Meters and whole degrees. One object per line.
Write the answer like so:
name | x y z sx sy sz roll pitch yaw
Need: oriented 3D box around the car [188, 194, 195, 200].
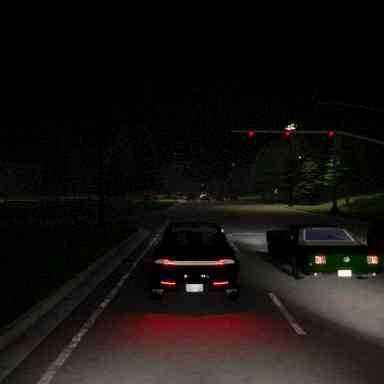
car | -0.174 1.310 92.624 1.882 1.535 5.008 0 0 0

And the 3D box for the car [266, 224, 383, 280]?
car | 3.561 1.601 9.942 1.895 1.301 4.718 0 0 0

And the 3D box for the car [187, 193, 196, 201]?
car | -0.154 1.217 82.234 2.150 2.045 5.566 0 0 0

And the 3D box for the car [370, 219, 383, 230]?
car | 7.056 1.221 9.039 2.150 2.045 5.566 0 0 0

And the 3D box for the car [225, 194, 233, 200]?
car | 10.326 1.332 92.644 1.837 1.490 4.892 0 0 0

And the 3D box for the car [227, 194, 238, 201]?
car | 10.345 1.516 82.640 1.812 1.442 4.674 0 0 0

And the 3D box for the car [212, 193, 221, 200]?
car | 6.826 1.187 92.607 2.097 1.767 4.553 0 0 0

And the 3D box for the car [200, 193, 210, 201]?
car | 3.345 1.545 82.627 1.994 1.385 4.181 0 0 0

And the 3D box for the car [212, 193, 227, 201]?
car | 6.846 1.531 82.217 2.033 1.411 5.357 0 0 0

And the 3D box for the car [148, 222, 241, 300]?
car | 0.055 1.492 8.344 2.128 1.511 4.902 0 0 0
